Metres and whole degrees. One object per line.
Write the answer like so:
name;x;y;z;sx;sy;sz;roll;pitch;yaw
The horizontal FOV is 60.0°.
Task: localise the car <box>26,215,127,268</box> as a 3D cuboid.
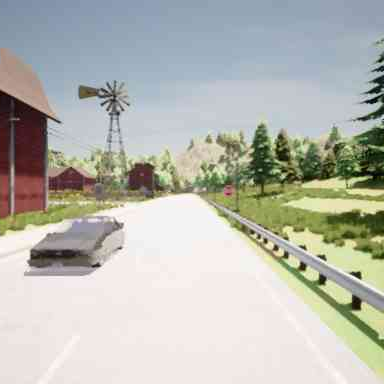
car;-3.509;1.508;11.348;2.033;1.411;5.357;0;1;0
